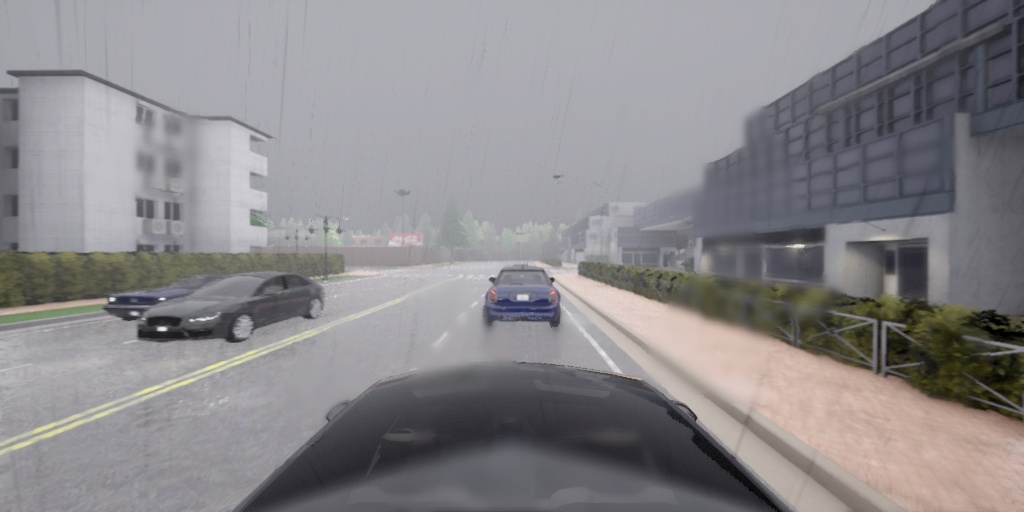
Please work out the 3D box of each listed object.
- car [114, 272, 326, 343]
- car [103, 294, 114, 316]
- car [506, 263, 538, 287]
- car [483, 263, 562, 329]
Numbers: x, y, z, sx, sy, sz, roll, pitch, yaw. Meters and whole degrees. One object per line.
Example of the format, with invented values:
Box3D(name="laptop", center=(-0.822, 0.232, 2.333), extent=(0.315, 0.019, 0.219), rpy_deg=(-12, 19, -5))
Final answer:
Box3D(name="car", center=(-6.953, 1.210, 9.615), extent=(1.837, 1.490, 4.892), rpy_deg=(0, 0, 1))
Box3D(name="car", center=(-10.396, 1.287, 12.135), extent=(1.895, 1.301, 4.718), rpy_deg=(0, 0, 1))
Box3D(name="car", center=(0.607, 1.250, 24.910), extent=(1.994, 1.385, 4.181), rpy_deg=(1, 0, 0))
Box3D(name="car", center=(0.316, 1.078, 11.379), extent=(2.097, 1.767, 4.553), rpy_deg=(0, 0, 1))
